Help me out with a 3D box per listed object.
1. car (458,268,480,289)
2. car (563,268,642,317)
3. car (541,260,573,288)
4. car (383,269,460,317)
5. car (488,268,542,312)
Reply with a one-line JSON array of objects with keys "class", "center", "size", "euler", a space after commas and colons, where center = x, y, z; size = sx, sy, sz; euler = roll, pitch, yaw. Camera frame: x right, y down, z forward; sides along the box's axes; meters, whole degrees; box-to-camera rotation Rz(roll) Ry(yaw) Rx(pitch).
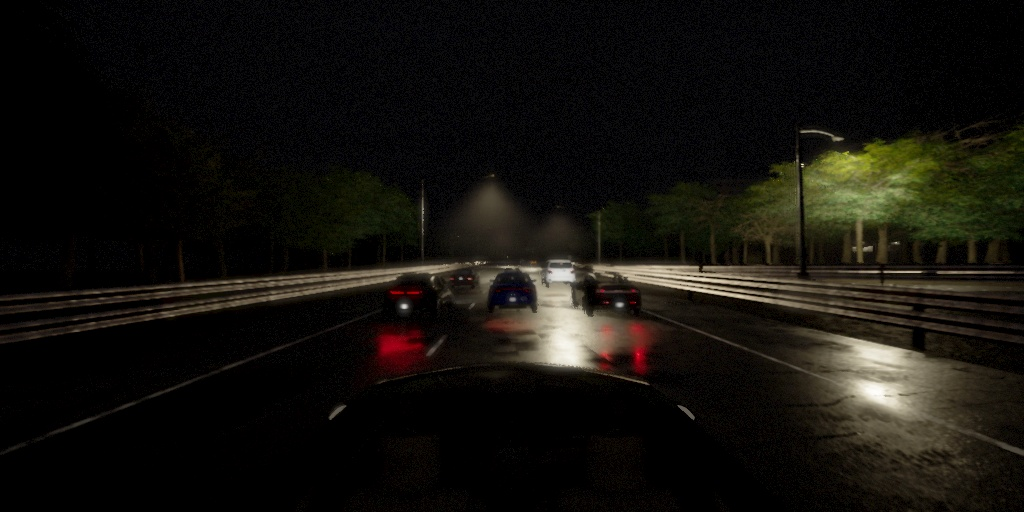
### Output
[{"class": "car", "center": [-3.482, 1.637, 26.953], "size": [2.033, 1.411, 5.357], "euler": [0, -1, 0]}, {"class": "car", "center": [3.539, 1.413, 14.131], "size": [2.128, 1.511, 4.902], "euler": [0, -1, 1]}, {"class": "car", "center": [3.525, 1.325, 27.986], "size": [2.150, 2.045, 5.566], "euler": [0, 0, 1]}, {"class": "car", "center": [-3.461, 1.424, 14.031], "size": [1.837, 1.490, 4.892], "euler": [0, -1, 1]}, {"class": "car", "center": [0.049, 1.415, 15.305], "size": [1.882, 1.535, 5.008], "euler": [0, 0, 0]}]
